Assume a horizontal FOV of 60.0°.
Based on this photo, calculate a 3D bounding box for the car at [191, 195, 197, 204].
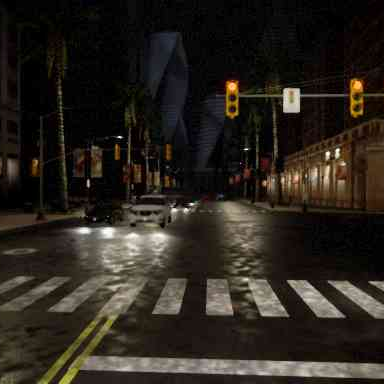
[{"bbox_3d":[-0.536,1.561,65.825,1.994,1.385,4.181,0,0,3],"label":"car"}]

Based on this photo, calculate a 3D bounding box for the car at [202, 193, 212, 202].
[{"bbox_3d":[3.565,1.220,77.812,2.150,2.045,5.566,0,0,2],"label":"car"}]

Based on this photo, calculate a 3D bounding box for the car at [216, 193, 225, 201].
[{"bbox_3d":[7.433,1.213,88.091,2.150,2.045,5.566,0,0,2],"label":"car"}]

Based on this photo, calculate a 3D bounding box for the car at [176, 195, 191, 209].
[{"bbox_3d":[-1.492,1.502,46.666,1.837,1.490,4.892,0,0,3],"label":"car"}]

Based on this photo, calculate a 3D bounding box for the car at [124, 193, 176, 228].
[{"bbox_3d":[-2.634,1.220,22.327,2.150,2.045,5.566,0,0,3],"label":"car"}]

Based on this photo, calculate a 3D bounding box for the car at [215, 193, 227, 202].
[{"bbox_3d":[7.074,1.518,78.017,2.128,1.511,4.902,0,0,2],"label":"car"}]

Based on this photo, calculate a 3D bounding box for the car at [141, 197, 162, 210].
[{"bbox_3d":[-5.168,1.476,43.005,1.882,1.535,5.008,0,0,3],"label":"car"}]

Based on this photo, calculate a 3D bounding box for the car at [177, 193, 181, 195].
[{"bbox_3d":[-3.452,1.218,77.459,2.150,2.045,5.566,0,0,2],"label":"car"}]

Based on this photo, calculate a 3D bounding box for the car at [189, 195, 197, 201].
[{"bbox_3d":[0.178,1.436,81.044,1.837,1.490,4.892,0,0,2],"label":"car"}]

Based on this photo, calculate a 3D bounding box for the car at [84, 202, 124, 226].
[{"bbox_3d":[-6.073,1.503,23.553,1.837,1.490,4.892,0,0,3],"label":"car"}]

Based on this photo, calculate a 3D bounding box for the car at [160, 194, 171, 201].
[{"bbox_3d":[-6.417,1.350,81.273,2.185,1.767,4.553,0,0,2],"label":"car"}]

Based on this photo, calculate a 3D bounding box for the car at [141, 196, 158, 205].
[{"bbox_3d":[-7.505,1.510,59.369,2.161,1.482,4.786,0,0,2],"label":"car"}]

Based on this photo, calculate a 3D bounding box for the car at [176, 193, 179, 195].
[{"bbox_3d":[-4.250,1.489,61.989,2.128,1.511,4.902,0,0,3],"label":"car"}]
